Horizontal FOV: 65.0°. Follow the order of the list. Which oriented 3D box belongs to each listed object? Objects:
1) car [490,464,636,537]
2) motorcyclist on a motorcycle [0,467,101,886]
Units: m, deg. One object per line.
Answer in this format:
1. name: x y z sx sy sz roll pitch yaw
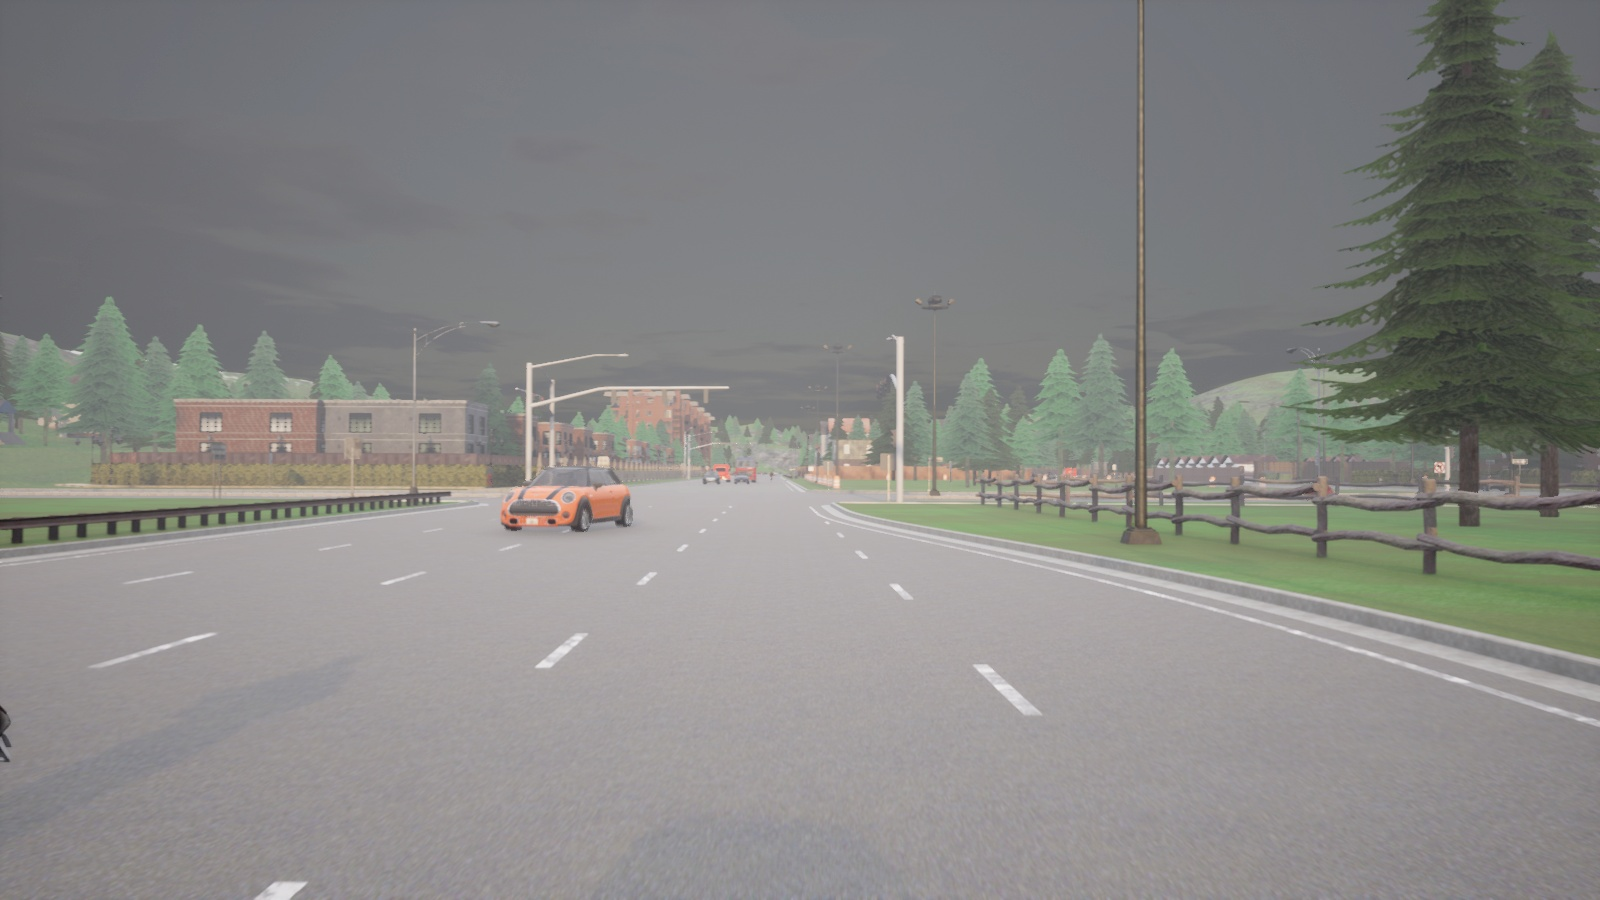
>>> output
1. car: -6.113 1.257 32.946 2.097 1.767 4.553 0 -1 13
2. motorcyclist on a motorcycle: -3.483 0.859 4.526 0.866 1.590 1.817 0 -1 2
